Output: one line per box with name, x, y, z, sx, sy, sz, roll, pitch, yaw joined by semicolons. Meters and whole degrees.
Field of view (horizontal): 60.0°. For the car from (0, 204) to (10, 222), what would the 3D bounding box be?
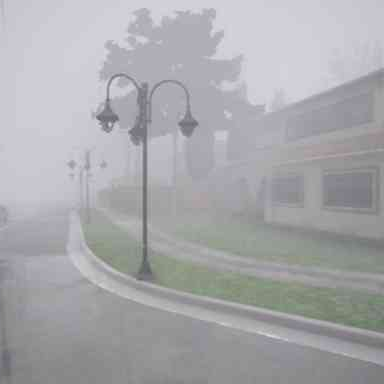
car;-13.799;1.422;22.579;2.033;1.411;5.357;0;0;-20
